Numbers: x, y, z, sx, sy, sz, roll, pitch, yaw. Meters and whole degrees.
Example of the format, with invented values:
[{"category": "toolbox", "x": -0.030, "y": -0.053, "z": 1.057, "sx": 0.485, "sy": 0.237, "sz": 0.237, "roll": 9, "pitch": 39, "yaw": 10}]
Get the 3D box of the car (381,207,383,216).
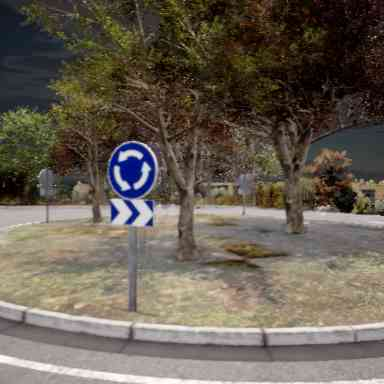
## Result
[{"category": "car", "x": 38.737, "y": 3.944, "z": 65.467, "sx": 2.150, "sy": 2.045, "sz": 5.566, "roll": 2, "pitch": -5, "yaw": 35}]
